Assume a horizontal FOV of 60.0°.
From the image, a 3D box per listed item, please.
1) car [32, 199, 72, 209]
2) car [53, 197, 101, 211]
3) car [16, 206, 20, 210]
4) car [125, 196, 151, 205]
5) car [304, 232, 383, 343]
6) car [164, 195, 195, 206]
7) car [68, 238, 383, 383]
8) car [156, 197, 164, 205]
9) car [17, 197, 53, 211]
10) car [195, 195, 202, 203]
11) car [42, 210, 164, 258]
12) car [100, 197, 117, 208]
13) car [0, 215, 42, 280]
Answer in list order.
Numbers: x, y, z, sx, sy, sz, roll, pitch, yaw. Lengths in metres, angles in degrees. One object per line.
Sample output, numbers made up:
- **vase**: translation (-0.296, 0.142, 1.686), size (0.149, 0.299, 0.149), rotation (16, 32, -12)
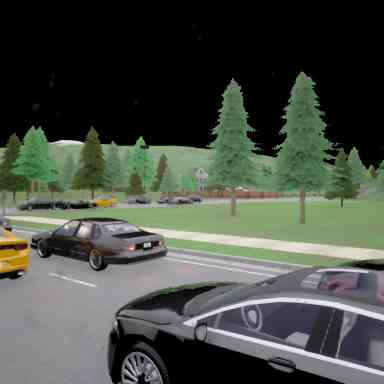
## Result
- **car**: translation (-19.028, 1.601, 45.486), size (1.895, 1.301, 4.718), rotation (0, 0, 38)
- **car**: translation (-13.969, 1.601, 40.601), size (1.895, 1.301, 4.718), rotation (0, 0, 38)
- **car**: translation (-11.231, 1.547, 17.095), size (5.357, 1.411, 2.033), rotation (0, 0, 38)
- **car**: translation (-9.345, 1.493, 57.661), size (2.128, 1.511, 4.902), rotation (0, 0, 38)
- **car**: translation (4.186, 1.564, 5.202), size (4.181, 1.385, 1.994), rotation (0, 0, 38)
- **car**: translation (-2.066, 1.525, 55.556), size (1.812, 1.442, 4.674), rotation (0, 0, 38)
- **car**: translation (1.220, 1.492, 3.080), size (4.902, 1.511, 2.128), rotation (0, 0, 38)
- **car**: translation (-4.178, 1.501, 58.533), size (1.837, 1.490, 4.892), rotation (0, 1, 39)
- **car**: translation (-18.679, 1.352, 40.298), size (2.097, 1.767, 4.553), rotation (0, 0, 38)
- **car**: translation (0.111, 1.352, 69.414), size (2.097, 1.767, 4.553), rotation (0, 0, 38)
- **car**: translation (-3.245, 1.547, 10.955), size (5.357, 1.411, 2.033), rotation (0, 0, 38)
- **car**: translation (-13.024, 1.478, 47.416), size (1.882, 1.535, 5.008), rotation (0, 0, 38)
- **car**: translation (-6.252, 1.478, 8.860), size (5.008, 1.535, 1.882), rotation (0, 0, 38)
